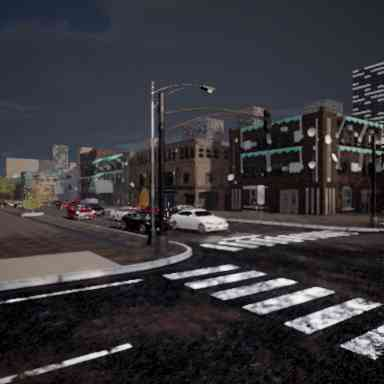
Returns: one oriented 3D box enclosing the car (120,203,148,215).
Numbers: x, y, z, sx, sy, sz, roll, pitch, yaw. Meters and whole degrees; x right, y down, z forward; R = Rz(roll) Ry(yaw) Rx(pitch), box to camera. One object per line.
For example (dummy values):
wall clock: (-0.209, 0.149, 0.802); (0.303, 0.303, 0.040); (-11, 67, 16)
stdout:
car: (-7.480, 2.128, 42.587); (1.802, 1.307, 4.206); (-1, 0, -35)

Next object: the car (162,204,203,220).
car: (-1.060, 1.972, 33.570); (2.008, 1.369, 4.403); (-1, 0, -35)

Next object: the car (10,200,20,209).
car: (-33.573, 2.466, 64.777); (2.008, 1.369, 4.403); (-1, 0, -35)

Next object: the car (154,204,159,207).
car: (-4.270, 2.066, 38.079); (1.802, 1.307, 4.206); (-1, 0, -35)

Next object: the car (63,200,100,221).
car: (-11.098, 1.936, 33.217); (1.967, 1.590, 4.097); (-1, 0, -35)

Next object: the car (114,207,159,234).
car: (-3.145, 1.903, 21.843); (1.947, 1.339, 4.313); (-1, 0, -35)

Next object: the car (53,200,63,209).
car: (-23.268, 2.370, 60.302); (1.994, 1.385, 4.181); (0, -1, -35)

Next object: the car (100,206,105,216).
car: (-11.670, 2.022, 38.518); (1.882, 1.535, 5.008); (0, -1, -35)

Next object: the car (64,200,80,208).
car: (-23.536, 2.390, 65.130); (1.887, 1.381, 4.507); (-1, 0, -35)

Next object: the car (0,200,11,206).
car: (-46.415, 2.688, 82.811); (1.887, 1.381, 4.507); (-1, 0, -35)

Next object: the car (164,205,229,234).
car: (0.346, 1.834, 21.682); (1.812, 1.442, 4.674); (0, -1, -37)

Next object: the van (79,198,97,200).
van: (-17.117, 2.069, 56.114); (1.690, 1.788, 3.998); (-1, 0, -35)

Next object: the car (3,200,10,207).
car: (-39.996, 2.470, 73.794); (1.967, 1.590, 4.097); (-1, 0, -35)

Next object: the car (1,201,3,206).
car: (-43.205, 2.637, 78.303); (2.008, 1.369, 4.403); (-1, 0, -35)

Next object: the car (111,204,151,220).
car: (-5.599, 2.027, 29.978); (1.895, 1.301, 4.718); (0, -1, -35)

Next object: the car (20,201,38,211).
car: (-27.052, 2.322, 55.621); (1.752, 1.417, 4.829); (-1, 0, -35)
